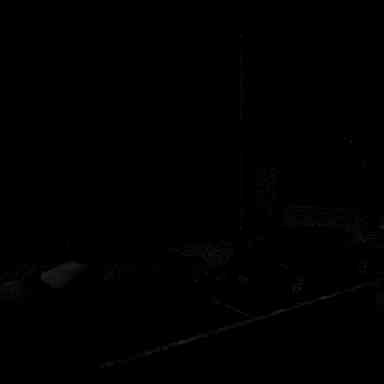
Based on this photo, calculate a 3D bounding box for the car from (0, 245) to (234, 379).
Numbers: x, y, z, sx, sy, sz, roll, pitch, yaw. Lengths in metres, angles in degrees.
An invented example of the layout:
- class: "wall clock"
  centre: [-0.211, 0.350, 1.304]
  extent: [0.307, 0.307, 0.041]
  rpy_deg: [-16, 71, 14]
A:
- class: "car"
  centre: [-1.523, 1.585, 5.448]
  extent: [4.206, 1.307, 1.802]
  rpy_deg: [0, 0, -36]

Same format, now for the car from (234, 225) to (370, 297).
- class: "car"
  centre: [2.915, 1.581, 8.614]
  extent: [4.313, 1.339, 1.947]
  rpy_deg: [0, 0, -36]
